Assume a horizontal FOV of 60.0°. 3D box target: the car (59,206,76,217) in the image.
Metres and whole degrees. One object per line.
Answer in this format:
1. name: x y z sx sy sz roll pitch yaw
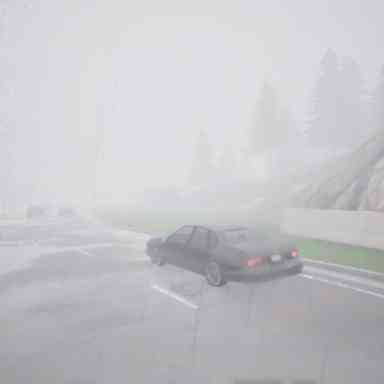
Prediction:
1. car: -15.048 2.288 40.160 1.895 1.301 4.718 -2 0 -20

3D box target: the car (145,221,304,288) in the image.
1. car: 0.516 1.556 9.423 2.033 1.411 5.357 -2 0 -33

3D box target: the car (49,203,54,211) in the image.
1. car: -26.334 2.737 60.689 1.994 1.385 4.181 -2 0 -20

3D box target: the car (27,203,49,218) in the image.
1. car: -19.007 2.342 40.823 1.837 1.490 4.892 -2 -1 -20
